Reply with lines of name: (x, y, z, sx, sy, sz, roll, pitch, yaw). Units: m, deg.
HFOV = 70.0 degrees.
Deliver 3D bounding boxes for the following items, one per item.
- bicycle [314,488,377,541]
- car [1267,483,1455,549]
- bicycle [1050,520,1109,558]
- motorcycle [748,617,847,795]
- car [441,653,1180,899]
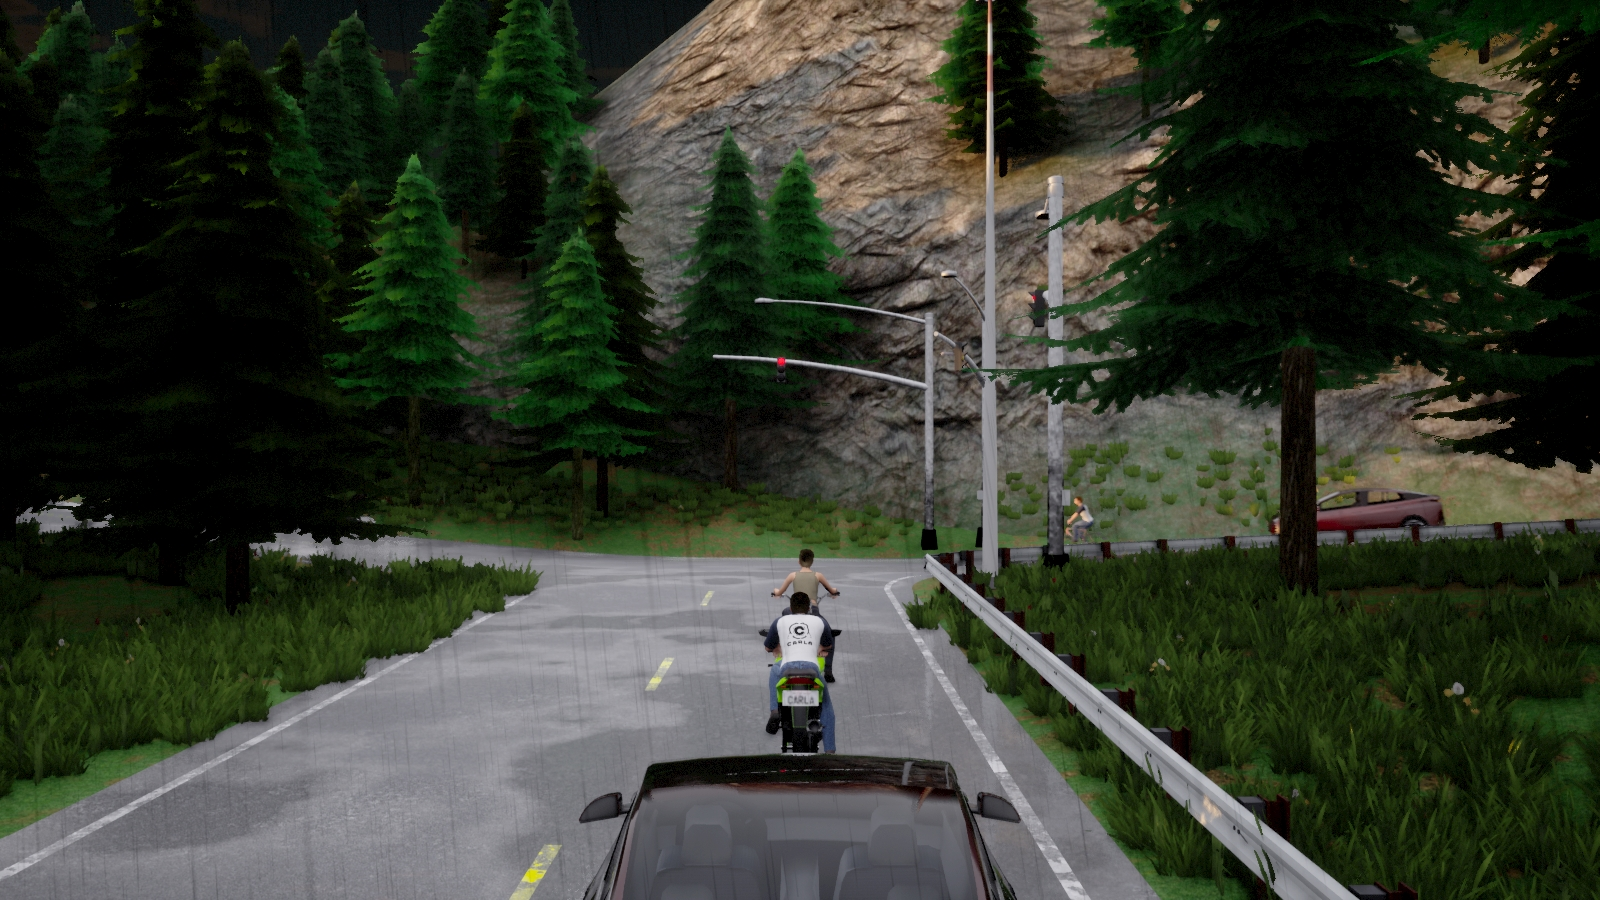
bicycle: (-14.252, 2.021, 35.841, 1.835, 1.471, 0.329, 5, 1, 8)
car: (15.678, 1.856, 32.241, 4.514, 1.525, 2.007, -5, -2, 22)
bicycle: (8.496, 2.708, 34.719, 1.643, 1.024, 0.373, -5, -1, 14)
motorcycle: (-0.020, 2.213, 10.238, 0.803, 1.145, 2.033, 0, 0, 0)
car: (0.029, 2.063, 5.012, 2.163, 1.488, 4.792, 0, 0, 0)
